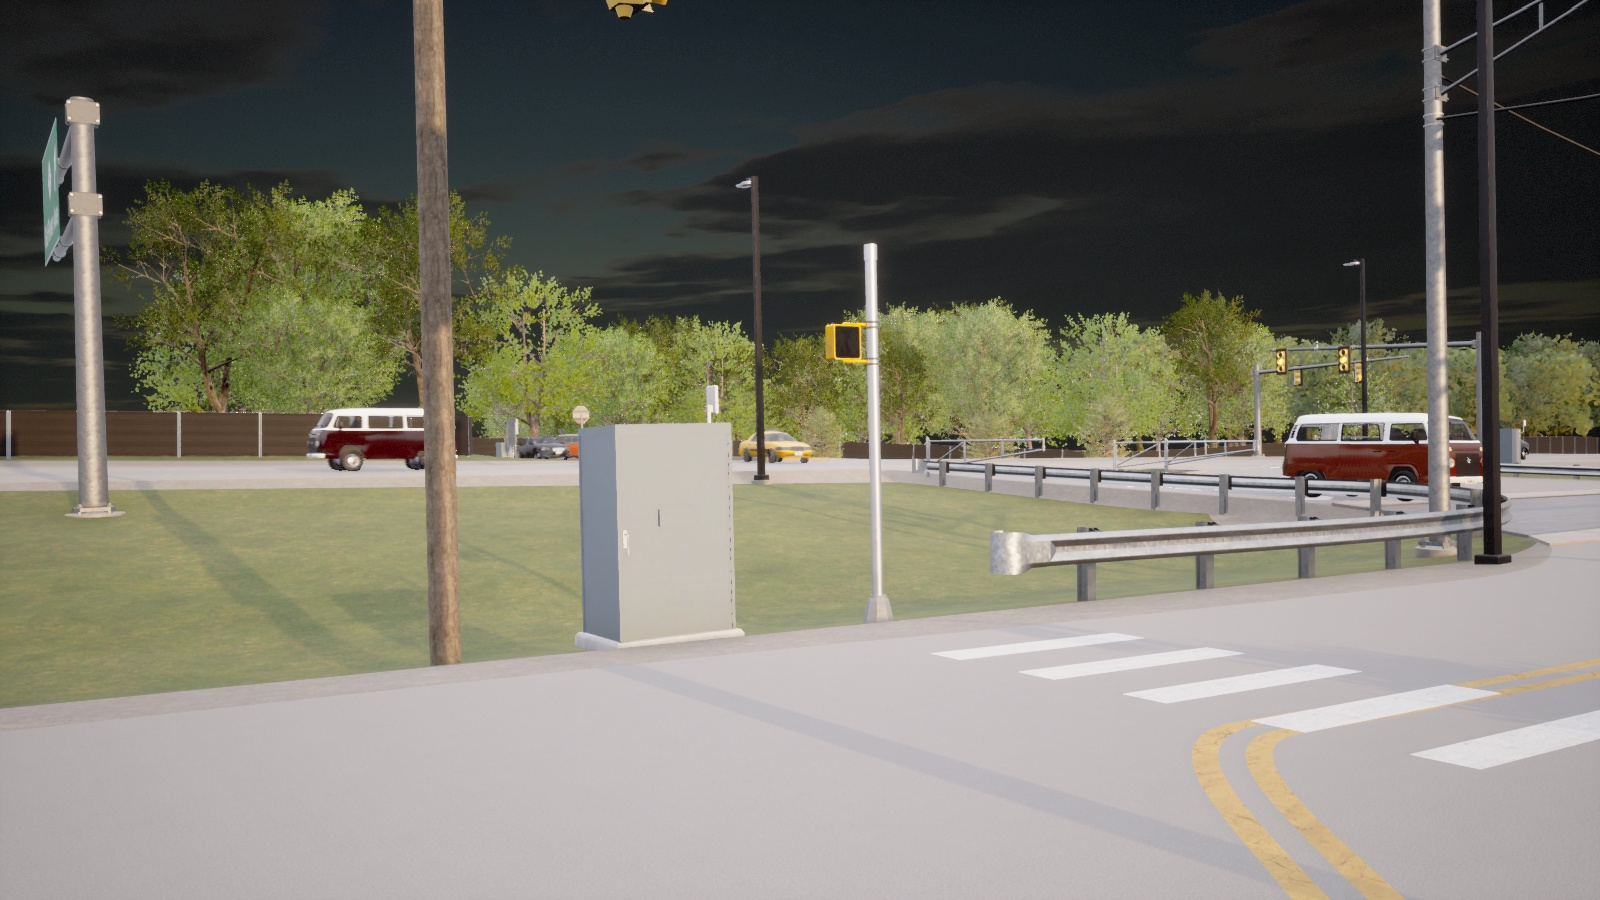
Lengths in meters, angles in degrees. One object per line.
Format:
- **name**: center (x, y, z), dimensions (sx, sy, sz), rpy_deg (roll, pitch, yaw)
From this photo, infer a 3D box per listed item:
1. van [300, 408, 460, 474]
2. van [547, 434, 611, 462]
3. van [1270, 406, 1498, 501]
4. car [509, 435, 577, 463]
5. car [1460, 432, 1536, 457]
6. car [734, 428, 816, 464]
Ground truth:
- **van**: center (-13.555, -0.286, 40.600), dimensions (4.480, 2.038, 2.069), rpy_deg (0, 0, -33)
- **van**: center (-16.431, -0.125, 93.342), dimensions (4.442, 1.987, 1.775), rpy_deg (-1, 0, 22)
- **van**: center (13.655, 0.076, 29.631), dimensions (2.069, 2.038, 4.480), rpy_deg (0, 0, -30)
- **car**: center (-14.921, -0.045, 72.737), dimensions (2.128, 1.511, 4.902), rpy_deg (-1, 0, -34)
- **car**: center (43.576, -0.358, 78.359), dimensions (4.902, 1.511, 2.128), rpy_deg (0, 0, -34)
- **car**: center (-1.214, -0.211, 57.470), dimensions (1.801, 1.575, 5.366), rpy_deg (-1, 1, -24)
